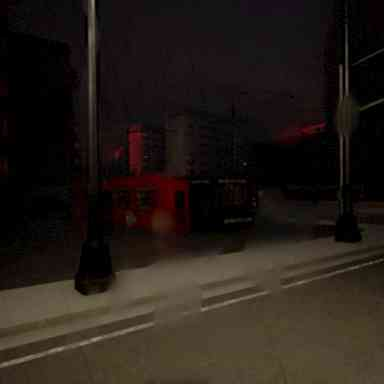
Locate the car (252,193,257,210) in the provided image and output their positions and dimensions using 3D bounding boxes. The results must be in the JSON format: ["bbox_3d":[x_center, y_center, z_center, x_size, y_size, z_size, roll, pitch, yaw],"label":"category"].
[{"bbox_3d":[6.210,1.046,39.062,2.150,2.045,5.566,-1,0,-36],"label":"car"}]
